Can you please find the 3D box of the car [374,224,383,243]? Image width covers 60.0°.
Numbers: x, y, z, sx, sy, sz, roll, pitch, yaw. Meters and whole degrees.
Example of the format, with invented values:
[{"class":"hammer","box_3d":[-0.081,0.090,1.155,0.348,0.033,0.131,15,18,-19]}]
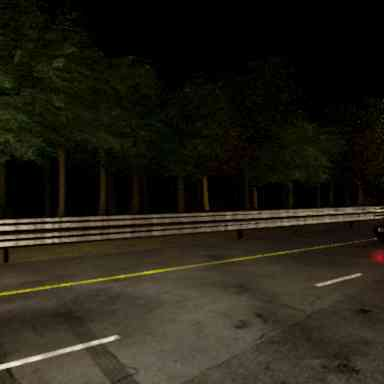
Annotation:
[{"class":"car","box_3d":[10.572,1.749,15.551,4.718,1.301,1.895,1,0,-35]}]
